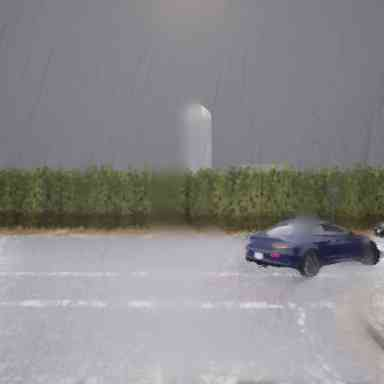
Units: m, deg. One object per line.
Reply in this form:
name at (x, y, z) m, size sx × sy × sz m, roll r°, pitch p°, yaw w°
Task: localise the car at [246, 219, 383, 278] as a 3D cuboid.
car at (3.734, 1.556, 10.192) m, size 4.674 × 1.442 × 1.812 m, roll 0°, pitch -2°, yaw -33°
